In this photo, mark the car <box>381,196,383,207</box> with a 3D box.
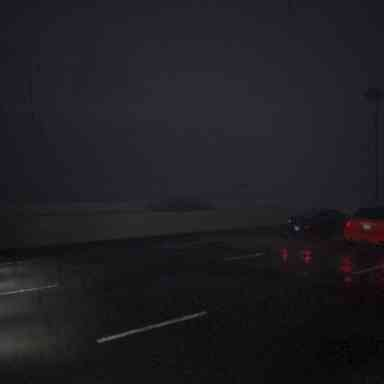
[{"bbox_3d":[32.137,1.453,52.685,4.553,1.767,2.097,0,0,-35],"label":"car"}]

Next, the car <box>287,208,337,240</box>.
[{"bbox_3d":[6.904,1.554,17.282,4.674,1.442,1.812,0,0,-36],"label":"car"}]

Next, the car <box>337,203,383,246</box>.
[{"bbox_3d":[8.502,1.379,14.123,4.553,1.767,2.097,0,0,-36],"label":"car"}]

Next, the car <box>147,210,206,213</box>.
[{"bbox_3d":[-1.068,1.516,24.737,4.902,1.511,2.128,0,0,-36],"label":"car"}]

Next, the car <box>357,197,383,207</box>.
[{"bbox_3d":[29.690,1.594,55.231,4.902,1.511,2.128,0,0,-35],"label":"car"}]

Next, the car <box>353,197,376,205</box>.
[{"bbox_3d":[31.529,1.634,60.805,4.674,1.442,1.812,0,0,-35],"label":"car"}]
